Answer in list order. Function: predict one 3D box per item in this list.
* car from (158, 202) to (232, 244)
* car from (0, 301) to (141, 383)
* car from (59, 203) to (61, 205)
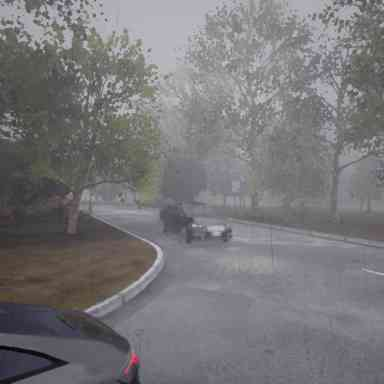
[{"bbox_3d":[-0.029,1.186,14.119,2.128,1.511,4.902,1,0,-22],"label":"car"},{"bbox_3d":[-2.365,1.562,2.120,4.181,1.385,1.994,0,0,-42],"label":"car"},{"bbox_3d":[-13.897,0.848,32.699,4.181,1.385,1.994,1,-1,7],"label":"car"}]
